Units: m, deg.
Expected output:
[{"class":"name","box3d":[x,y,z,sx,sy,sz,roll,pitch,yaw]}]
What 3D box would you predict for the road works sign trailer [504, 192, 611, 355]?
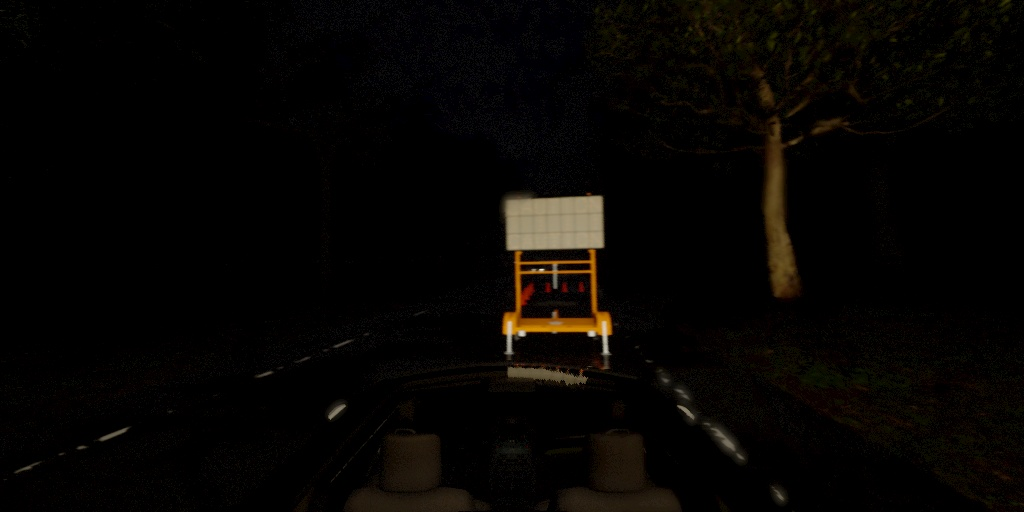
[{"class":"road works sign trailer","box3d":[1.105,0.272,8.867,2.380,3.560,2.880,0,0,7]}]
